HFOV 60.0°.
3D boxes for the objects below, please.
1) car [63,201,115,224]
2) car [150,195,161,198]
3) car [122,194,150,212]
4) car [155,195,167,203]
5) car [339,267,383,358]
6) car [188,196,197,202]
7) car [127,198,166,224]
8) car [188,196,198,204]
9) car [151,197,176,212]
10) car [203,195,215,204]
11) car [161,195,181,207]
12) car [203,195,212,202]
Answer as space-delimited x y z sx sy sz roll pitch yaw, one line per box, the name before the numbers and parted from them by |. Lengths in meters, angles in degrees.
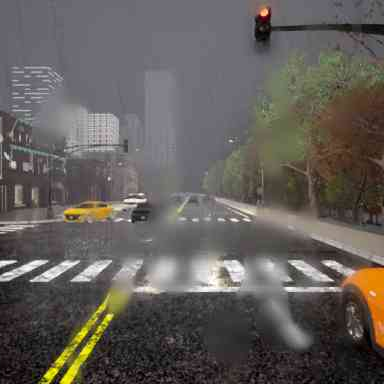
car | -7.541 1.472 24.840 1.882 1.535 5.008 0 0 14
car | -6.467 1.334 52.604 2.097 1.767 4.553 0 0 0
car | -6.512 1.210 38.266 2.150 2.045 5.566 0 0 0
car | -6.342 1.466 68.828 1.882 1.535 5.008 0 0 0
car | 3.359 1.351 3.399 2.097 1.767 4.553 0 0 0
car | 0.180 1.566 74.932 1.895 1.301 4.718 0 0 0
car | -3.292 1.471 24.913 1.882 1.535 5.008 0 0 0
car | 0.251 1.523 64.439 2.033 1.411 5.357 0 0 1
car | -3.260 1.553 37.605 1.994 1.385 4.181 0 0 0
car | 3.500 1.467 64.714 2.128 1.511 4.902 0 0 0
car | -3.234 1.471 50.815 2.128 1.511 4.902 0 0 -1
car | 3.430 1.448 74.879 1.882 1.535 5.008 0 0 0
